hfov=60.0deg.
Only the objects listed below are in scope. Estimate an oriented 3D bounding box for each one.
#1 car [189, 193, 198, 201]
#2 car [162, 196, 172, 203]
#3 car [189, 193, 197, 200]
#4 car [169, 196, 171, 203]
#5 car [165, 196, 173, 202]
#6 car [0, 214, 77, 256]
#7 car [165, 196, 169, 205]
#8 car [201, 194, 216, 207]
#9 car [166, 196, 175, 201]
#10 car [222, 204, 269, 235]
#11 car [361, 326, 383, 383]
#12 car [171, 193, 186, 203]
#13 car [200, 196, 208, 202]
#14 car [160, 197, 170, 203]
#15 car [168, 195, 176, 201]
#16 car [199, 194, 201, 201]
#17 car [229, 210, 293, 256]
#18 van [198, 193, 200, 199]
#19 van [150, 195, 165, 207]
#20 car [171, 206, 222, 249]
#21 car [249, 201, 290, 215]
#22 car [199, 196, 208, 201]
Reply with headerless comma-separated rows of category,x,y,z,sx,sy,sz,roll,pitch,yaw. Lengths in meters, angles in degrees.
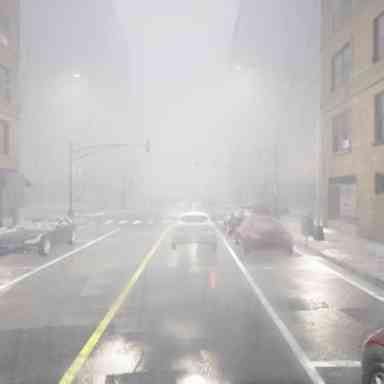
car,0.300,1.660,83.611,1.994,1.385,4.181,0,0,0
car,-5.596,1.672,75.916,1.947,1.339,4.313,0,0,0
car,0.345,1.183,93.645,2.150,2.045,5.566,0,0,0
car,-5.649,1.656,64.580,1.947,1.339,4.313,0,0,0
car,-5.570,1.638,81.414,1.752,1.417,4.829,0,0,0
car,-5.855,1.568,12.959,2.008,1.369,4.403,0,0,0
car,-5.675,1.523,58.912,1.967,1.590,4.097,0,0,0
car,2.824,1.514,53.206,1.967,1.590,4.097,0,0,0
car,-5.543,1.685,87.253,1.947,1.339,4.313,0,0,0
car,2.672,1.575,18.556,2.008,1.369,4.403,0,0,0
car,2.668,1.442,1.773,1.967,1.590,4.097,0,0,0
car,-2.768,1.597,69.337,1.837,1.490,4.892,0,0,0
car,2.957,1.638,81.721,1.752,1.417,4.829,0,0,0
car,-5.622,1.680,70.248,1.802,1.307,4.206,0,0,0
car,-5.516,1.670,92.920,1.887,1.381,4.507,0,0,0
car,2.877,1.530,64.544,1.967,1.590,4.097,0,0,0
car,2.671,1.598,12.962,1.802,1.307,4.206,0,0,0
van,2.929,1.446,75.882,1.690,1.788,3.998,0,0,0
van,-5.702,1.415,53.244,1.690,1.788,3.998,0,0,0
car,0.094,1.544,14.533,1.812,1.442,4.674,0,0,0
car,6.626,1.580,30.296,4.674,1.442,1.812,0,-1,-17
car,2.983,1.670,87.221,2.008,1.369,4.403,0,0,0
